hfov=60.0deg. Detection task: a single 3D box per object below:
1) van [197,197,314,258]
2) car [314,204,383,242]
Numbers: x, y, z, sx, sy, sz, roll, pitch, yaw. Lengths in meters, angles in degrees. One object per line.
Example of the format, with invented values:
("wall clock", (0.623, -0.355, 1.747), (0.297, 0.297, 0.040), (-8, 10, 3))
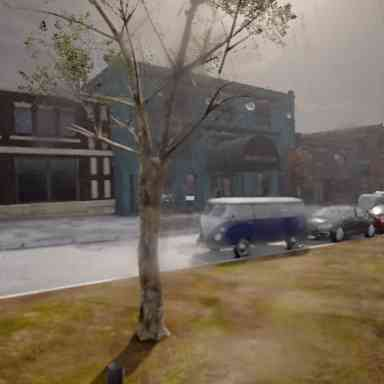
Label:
("van", (2.225, 1.195, 12.305), (4.442, 1.987, 1.878), (0, 0, -33))
("car", (6.851, 1.390, 15.609), (4.892, 1.521, 2.231), (1, 0, -37))
